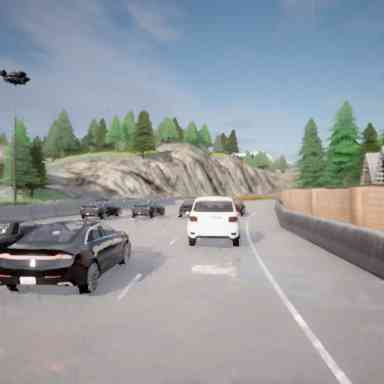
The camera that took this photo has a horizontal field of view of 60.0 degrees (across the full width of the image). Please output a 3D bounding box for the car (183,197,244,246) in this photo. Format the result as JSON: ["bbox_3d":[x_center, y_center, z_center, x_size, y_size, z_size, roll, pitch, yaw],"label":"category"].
[{"bbox_3d":[1.114,1.237,15.593,2.150,2.045,5.566,0,0,6],"label":"car"}]

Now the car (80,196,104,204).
[{"bbox_3d":[-19.083,1.501,63.811,1.837,1.490,4.892,0,0,21],"label":"car"}]

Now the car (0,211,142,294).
[{"bbox_3d":[-2.993,1.491,8.811,2.128,1.511,4.902,0,0,4],"label":"car"}]

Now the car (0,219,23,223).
[{"bbox_3d":[-6.309,1.593,11.694,1.895,1.301,4.718,0,0,5],"label":"car"}]

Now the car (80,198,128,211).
[{"bbox_3d":[-7.562,1.494,27.959,2.128,1.511,4.902,0,0,11],"label":"car"}]

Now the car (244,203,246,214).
[{"bbox_3d":[4.365,1.517,33.492,1.882,1.535,5.008,0,0,13],"label":"car"}]

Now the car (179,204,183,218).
[{"bbox_3d":[0.117,1.530,30.629,1.837,1.490,4.892,0,0,12],"label":"car"}]

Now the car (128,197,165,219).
[{"bbox_3d":[-3.746,1.506,29.267,2.128,1.511,4.902,0,0,11],"label":"car"}]

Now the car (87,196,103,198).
[{"bbox_3d":[-17.039,1.550,59.409,2.033,1.411,5.357,0,0,21],"label":"car"}]
